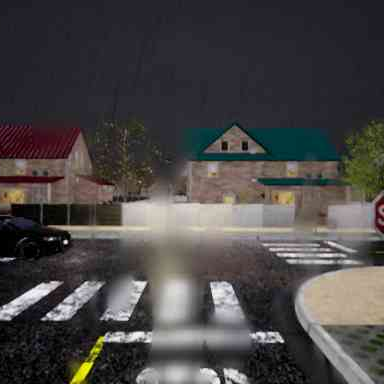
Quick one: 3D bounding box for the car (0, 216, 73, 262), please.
[{"bbox_3d":[-6.402,1.549,11.576,4.181,1.385,1.994,1,0,0],"label":"car"}]
